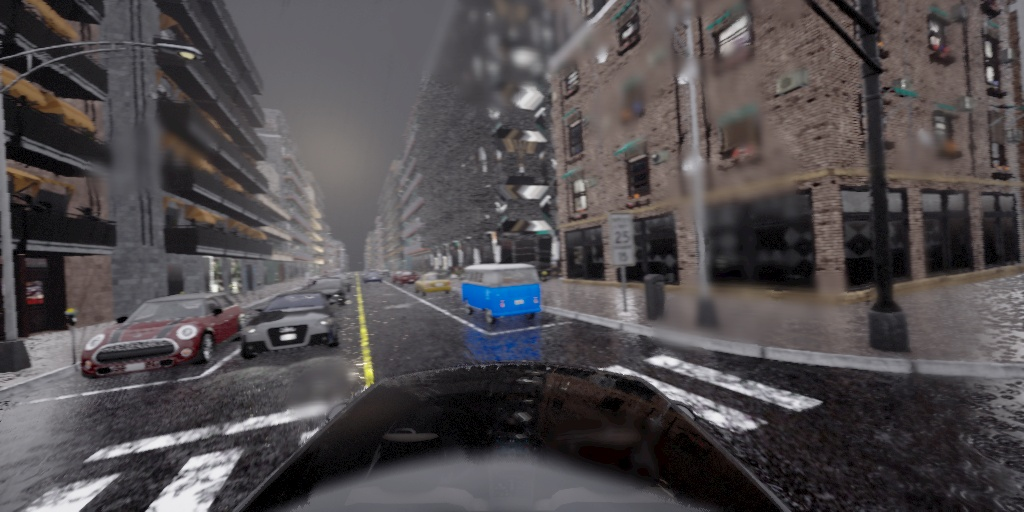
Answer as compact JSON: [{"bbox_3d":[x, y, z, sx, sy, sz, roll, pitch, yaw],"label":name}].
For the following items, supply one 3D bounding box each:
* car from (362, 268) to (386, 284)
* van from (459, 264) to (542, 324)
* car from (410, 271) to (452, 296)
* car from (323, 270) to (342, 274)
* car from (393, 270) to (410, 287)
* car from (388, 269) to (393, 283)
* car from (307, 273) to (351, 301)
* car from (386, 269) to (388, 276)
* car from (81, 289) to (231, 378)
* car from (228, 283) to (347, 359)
[{"bbox_3d":[-16.459,2.508,42.437,1.994,1.385,4.181,-3,0,-24],"label":"car"},{"bbox_3d":[-0.483,1.166,12.186,1.690,1.789,3.998,0,0,-24],"label":"van"},{"bbox_3d":[-5.056,1.669,22.725,1.751,1.417,4.829,0,0,-24],"label":"car"},{"bbox_3d":[-14.112,2.199,29.006,1.882,1.535,5.008,-3,0,-23],"label":"car"},{"bbox_3d":[-9.491,2.015,32.952,1.888,1.381,4.507,0,0,-24],"label":"car"},{"bbox_3d":[-11.742,2.182,38.144,1.888,1.381,4.507,0,0,-24],"label":"car"},{"bbox_3d":[-9.962,1.926,19.410,1.837,1.490,4.892,-3,0,-24],"label":"car"},{"bbox_3d":[-20.751,2.855,58.915,2.007,1.370,4.403,0,0,-24],"label":"car"},{"bbox_3d":[-8.164,1.704,8.861,1.967,1.591,4.097,0,0,-24],"label":"car"},{"bbox_3d":[-5.831,1.694,9.891,1.994,1.385,4.181,-3,0,-24],"label":"car"}]
